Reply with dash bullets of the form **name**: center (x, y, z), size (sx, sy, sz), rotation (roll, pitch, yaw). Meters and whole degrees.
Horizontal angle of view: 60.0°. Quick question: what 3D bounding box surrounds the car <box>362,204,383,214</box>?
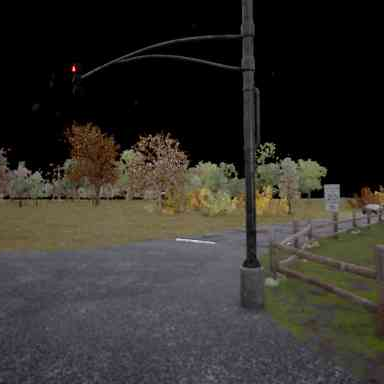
- **car**: center (26.075, 2.455, 47.885), size (2.033, 1.411, 5.357), rotation (-1, -2, 40)
